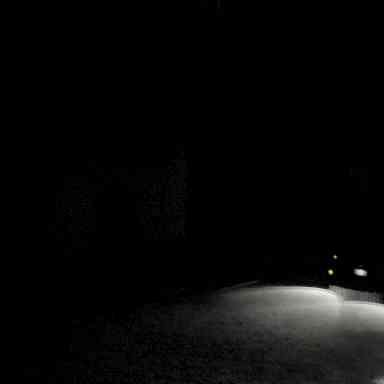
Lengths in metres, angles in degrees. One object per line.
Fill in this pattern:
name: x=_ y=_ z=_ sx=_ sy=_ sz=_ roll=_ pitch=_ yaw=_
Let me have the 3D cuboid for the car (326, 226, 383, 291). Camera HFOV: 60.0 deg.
car: x=5.277 y=1.562 z=8.374 sx=4.181 sy=1.385 sz=1.994 roll=0 pitch=0 yaw=-36
